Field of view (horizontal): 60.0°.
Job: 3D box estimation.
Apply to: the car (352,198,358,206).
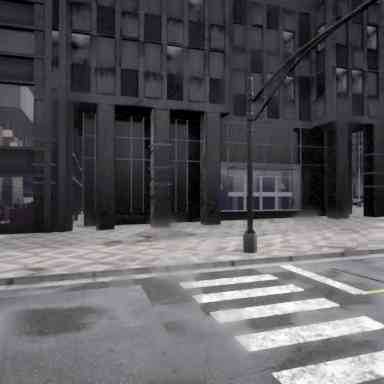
[{"bbox_3d":[22.550,1.336,49.221,1.994,1.385,4.181,0,-1,-16],"label":"car"}]
